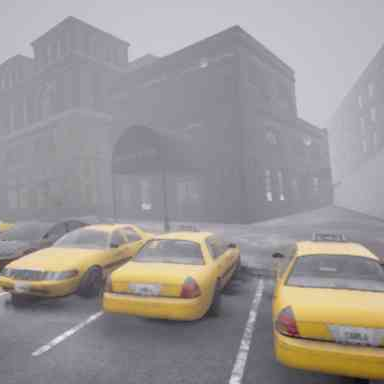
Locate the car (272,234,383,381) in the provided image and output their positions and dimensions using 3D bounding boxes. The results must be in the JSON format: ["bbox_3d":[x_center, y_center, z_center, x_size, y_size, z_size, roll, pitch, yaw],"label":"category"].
[{"bbox_3d":[2.401,1.511,5.931,1.946,1.575,5.366,0,-1,16],"label":"car"}]

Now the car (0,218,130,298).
[{"bbox_3d":[-2.564,1.570,9.057,1.946,1.575,5.366,0,-1,16],"label":"car"}]

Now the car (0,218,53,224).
[{"bbox_3d":[-4.950,1.650,10.949,2.163,1.488,4.792,0,-1,16],"label":"car"}]

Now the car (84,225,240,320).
[{"bbox_3d":[-0.034,1.542,7.670,1.946,1.575,5.366,-1,-1,16],"label":"car"}]
